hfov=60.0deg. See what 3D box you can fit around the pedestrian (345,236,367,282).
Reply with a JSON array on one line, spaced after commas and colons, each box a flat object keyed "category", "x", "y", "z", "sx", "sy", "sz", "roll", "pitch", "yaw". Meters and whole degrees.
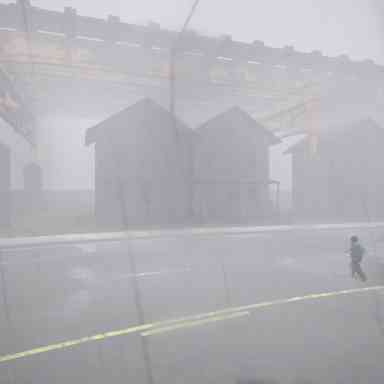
[{"category": "pedestrian", "x": 4.174, "y": 1.674, "z": 8.435, "sx": 0.500, "sy": 1.100, "sz": 0.500, "roll": 0, "pitch": 0, "yaw": -19}]
